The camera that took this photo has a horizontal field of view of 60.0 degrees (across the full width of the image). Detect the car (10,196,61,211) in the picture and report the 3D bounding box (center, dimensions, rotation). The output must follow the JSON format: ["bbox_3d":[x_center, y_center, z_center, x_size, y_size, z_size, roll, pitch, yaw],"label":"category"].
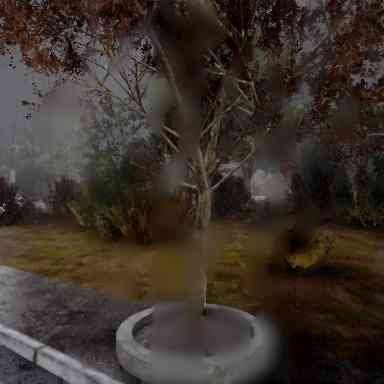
[{"bbox_3d":[-17.815,1.225,38.057,2.128,1.511,4.902,1,0,32],"label":"car"}]

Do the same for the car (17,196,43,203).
[{"bbox_3d":[-16.478,1.291,33.620,1.812,1.442,4.674,1,0,32],"label":"car"}]

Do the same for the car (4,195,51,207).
[{"bbox_3d":[-22.035,1.216,44.858,2.033,1.411,5.357,1,0,32],"label":"car"}]
